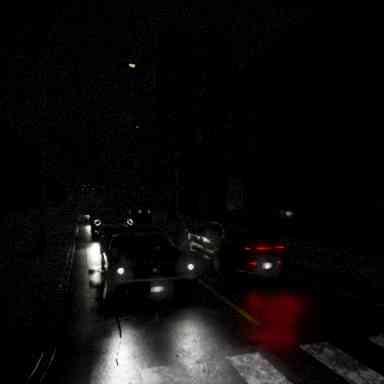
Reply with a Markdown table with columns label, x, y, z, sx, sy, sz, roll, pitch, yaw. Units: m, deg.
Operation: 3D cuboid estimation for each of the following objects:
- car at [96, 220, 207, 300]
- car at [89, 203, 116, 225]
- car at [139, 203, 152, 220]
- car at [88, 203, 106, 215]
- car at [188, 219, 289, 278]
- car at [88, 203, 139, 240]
| label | x | y | z | sx | sy | sz | roll | pitch | yaw |
| --- | --- | --- | --- | --- | --- | --- | --- | --- | --- |
| car | -1.379 | 1.660 | 8.779 | 1.895 | 1.301 | 4.718 | 1 | -1 | -18 |
| car | -7.656 | 1.783 | 28.074 | 1.882 | 1.535 | 5.008 | 1 | -1 | -18 |
| car | -4.959 | 1.704 | 29.300 | 2.097 | 1.767 | 4.553 | 1 | -1 | -18 |
| car | -11.839 | 2.075 | 41.125 | 1.994 | 1.385 | 4.181 | 1 | -1 | -18 |
| car | 1.132 | 1.614 | 10.613 | 1.837 | 1.490 | 4.892 | 1 | -1 | -18 |
| car | -4.436 | 1.518 | 18.187 | 2.097 | 1.767 | 4.553 | 1 | -1 | -18 |
